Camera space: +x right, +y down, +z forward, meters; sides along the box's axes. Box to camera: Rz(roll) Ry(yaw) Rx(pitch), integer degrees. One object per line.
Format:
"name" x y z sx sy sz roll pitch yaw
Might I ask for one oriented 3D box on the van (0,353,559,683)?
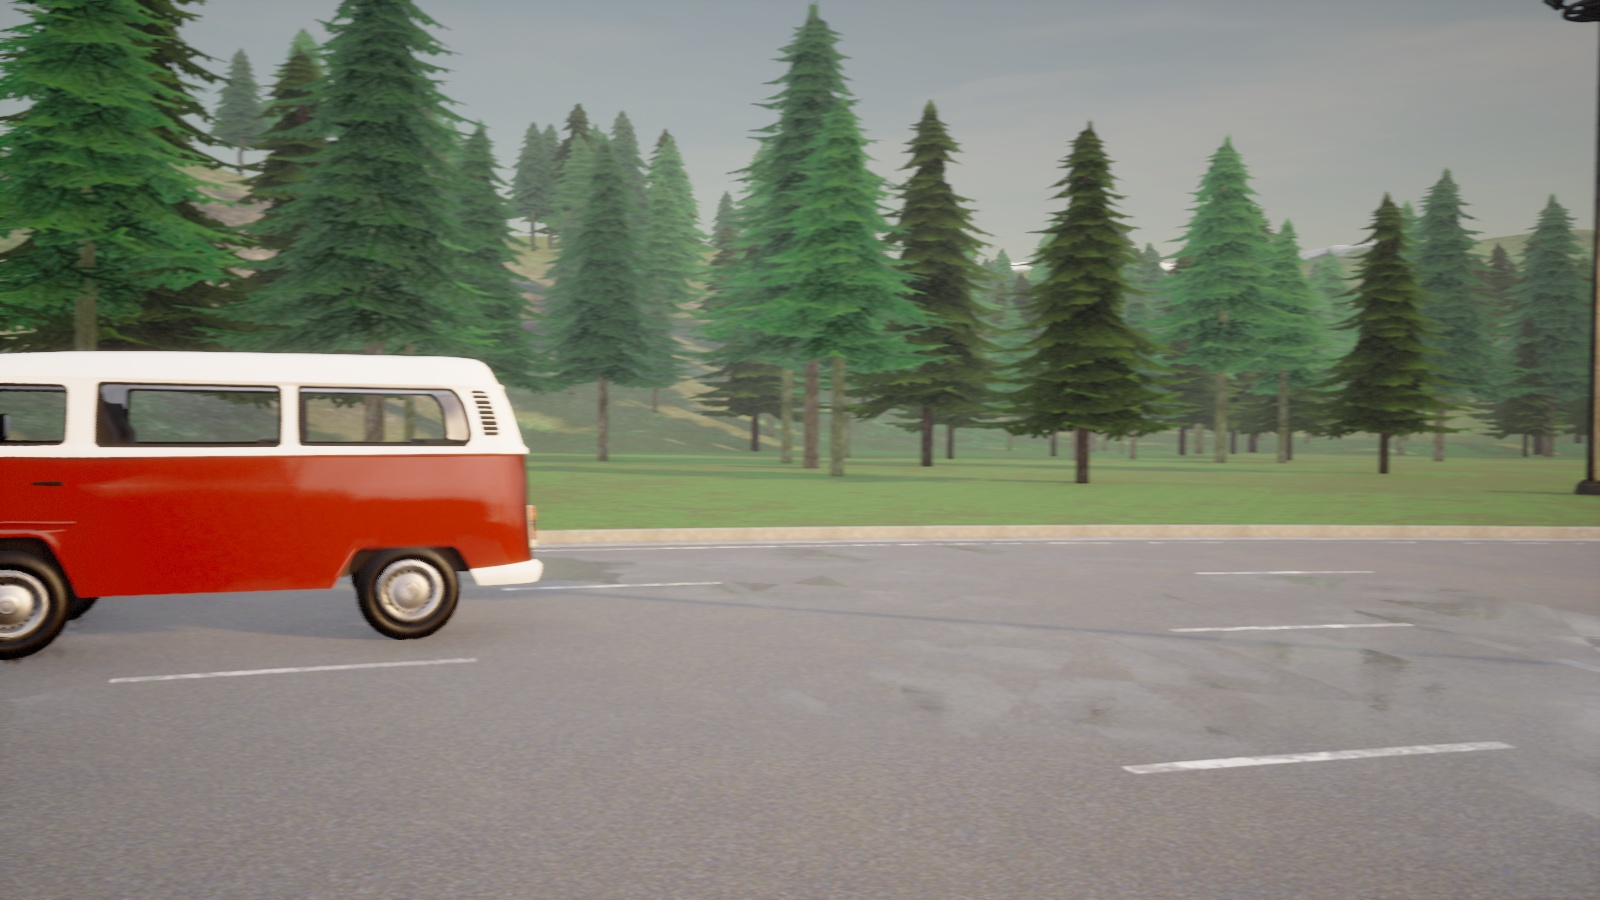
"van" -4.206 0.393 9.141 4.480 2.038 2.069 -1 1 -22
